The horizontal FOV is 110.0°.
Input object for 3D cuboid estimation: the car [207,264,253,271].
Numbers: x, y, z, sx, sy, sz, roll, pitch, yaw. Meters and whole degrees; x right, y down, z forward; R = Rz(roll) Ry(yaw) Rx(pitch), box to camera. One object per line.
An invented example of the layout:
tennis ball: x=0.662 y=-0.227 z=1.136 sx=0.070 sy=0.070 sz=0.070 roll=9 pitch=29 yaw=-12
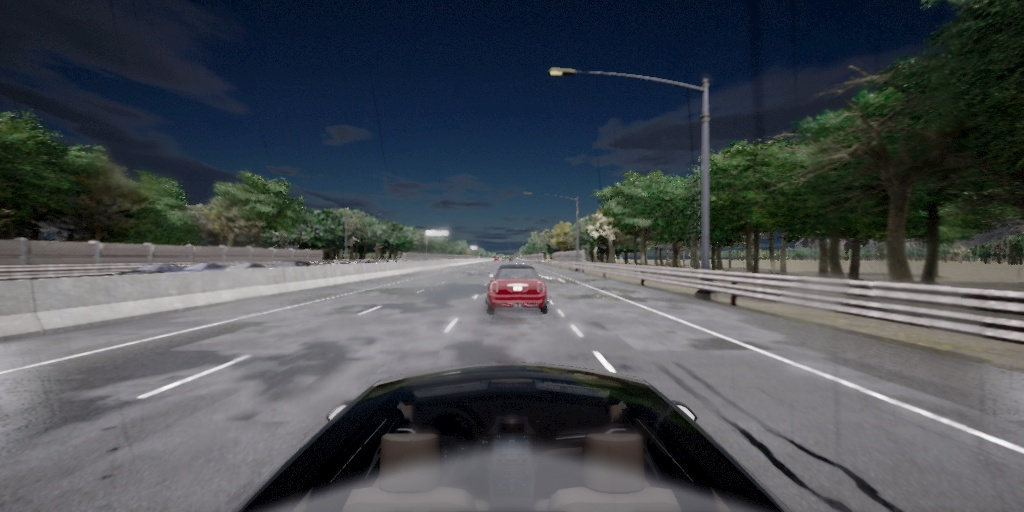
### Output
car: x=-21.146 y=1.334 z=28.447 sx=1.812 sy=1.442 sz=4.674 roll=0 pitch=0 yaw=0

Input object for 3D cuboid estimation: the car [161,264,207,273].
car: x=-24.645 y=1.334 z=28.586 sx=1.812 sy=1.442 sz=4.674 roll=0 pitch=0 yaw=0

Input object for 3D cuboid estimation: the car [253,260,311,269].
car: x=-17.647 y=1.160 z=28.382 sx=2.097 sy=1.767 sz=4.553 roll=0 pitch=0 yaw=0

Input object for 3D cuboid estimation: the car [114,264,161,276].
car: x=-28.146 y=1.356 z=28.586 sx=2.033 sy=1.411 sz=5.357 roll=0 pitch=0 yaw=0

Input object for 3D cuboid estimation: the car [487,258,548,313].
car: x=0.150 y=1.110 z=14.165 sx=2.097 sy=1.767 sz=4.553 roll=0 pitch=0 yaw=-1
